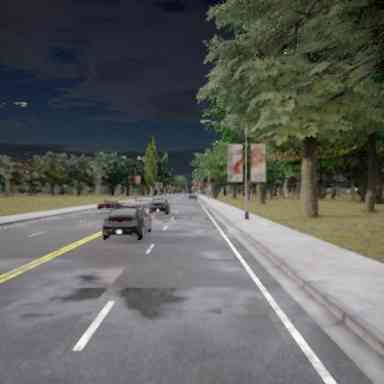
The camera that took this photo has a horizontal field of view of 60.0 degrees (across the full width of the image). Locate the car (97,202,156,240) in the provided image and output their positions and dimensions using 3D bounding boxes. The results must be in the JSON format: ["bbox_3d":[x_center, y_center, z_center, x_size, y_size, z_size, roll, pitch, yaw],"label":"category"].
[{"bbox_3d":[-3.150,1.461,16.807,1.837,1.490,4.892,0,0,0],"label":"car"}]

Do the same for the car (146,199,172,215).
[{"bbox_3d":[-3.151,1.423,33.224,1.837,1.490,4.892,0,0,0],"label":"car"}]

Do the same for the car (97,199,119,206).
[{"bbox_3d":[-9.845,1.505,39.730,1.895,1.301,4.718,0,0,0],"label":"car"}]

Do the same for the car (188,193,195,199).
[{"bbox_3d":[-0.005,1.283,93.757,1.882,1.535,5.008,0,0,0],"label":"car"}]

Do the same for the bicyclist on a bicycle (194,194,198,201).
[{"bbox_3d":[0.878,1.279,76.756,0.866,1.612,1.509,0,0,0],"label":"bicyclist on a bicycle"}]

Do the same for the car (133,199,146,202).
[{"bbox_3d":[-6.592,1.500,42.287,1.895,1.301,4.718,0,0,0],"label":"car"}]

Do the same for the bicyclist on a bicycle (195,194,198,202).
[{"bbox_3d":[0.891,1.309,67.468,0.582,1.620,1.656,0,0,0],"label":"bicyclist on a bicycle"}]
